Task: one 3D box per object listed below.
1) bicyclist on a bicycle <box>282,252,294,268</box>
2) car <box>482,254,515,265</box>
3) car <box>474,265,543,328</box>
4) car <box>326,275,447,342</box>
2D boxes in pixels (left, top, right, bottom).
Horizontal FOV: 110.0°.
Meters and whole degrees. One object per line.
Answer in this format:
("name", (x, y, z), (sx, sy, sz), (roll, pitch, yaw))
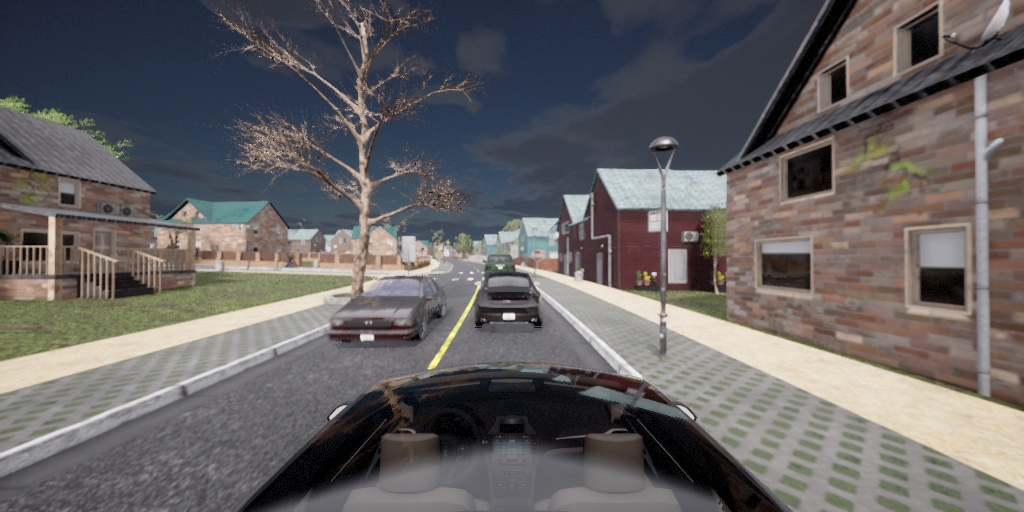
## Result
("bicyclist on a bicycle", (-23.200, 0.449, 37.186), (0.582, 1.620, 1.656), (1, 0, 6))
("car", (-0.934, 0.855, 25.994), (2.150, 2.045, 5.566), (0, 0, -4))
("car", (-0.135, 1.211, 11.230), (1.837, 1.490, 4.892), (0, 1, -2))
("car", (-3.006, 1.257, 9.926), (2.033, 1.411, 5.357), (0, 0, -2))
